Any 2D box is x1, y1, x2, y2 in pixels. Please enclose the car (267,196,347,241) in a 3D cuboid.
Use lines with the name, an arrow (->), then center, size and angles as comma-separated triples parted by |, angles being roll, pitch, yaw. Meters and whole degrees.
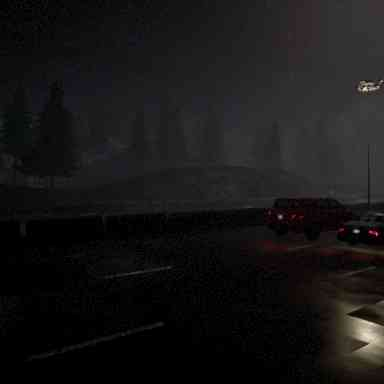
car -> 6.261, 1.228, 16.857 | 5.566, 2.045, 2.150 | 0, 0, -35

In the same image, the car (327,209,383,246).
car -> 8.247, 1.533, 13.975 | 5.357, 1.411, 2.033 | 0, 0, -35
